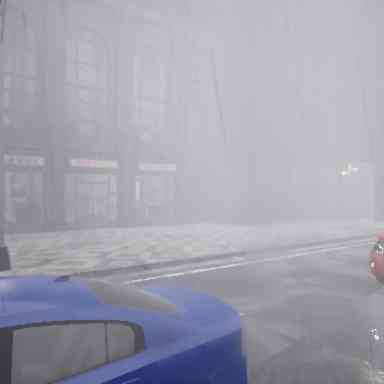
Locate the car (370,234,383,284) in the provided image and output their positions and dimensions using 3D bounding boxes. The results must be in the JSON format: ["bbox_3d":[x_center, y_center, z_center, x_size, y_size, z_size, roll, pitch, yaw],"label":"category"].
[{"bbox_3d":[6.873,1.314,8.594,5.566,2.045,2.150,1,0,-36],"label":"car"}]

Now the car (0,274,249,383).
[{"bbox_3d":[-1.802,1.476,2.392,5.008,1.535,1.882,1,0,-36],"label":"car"}]
